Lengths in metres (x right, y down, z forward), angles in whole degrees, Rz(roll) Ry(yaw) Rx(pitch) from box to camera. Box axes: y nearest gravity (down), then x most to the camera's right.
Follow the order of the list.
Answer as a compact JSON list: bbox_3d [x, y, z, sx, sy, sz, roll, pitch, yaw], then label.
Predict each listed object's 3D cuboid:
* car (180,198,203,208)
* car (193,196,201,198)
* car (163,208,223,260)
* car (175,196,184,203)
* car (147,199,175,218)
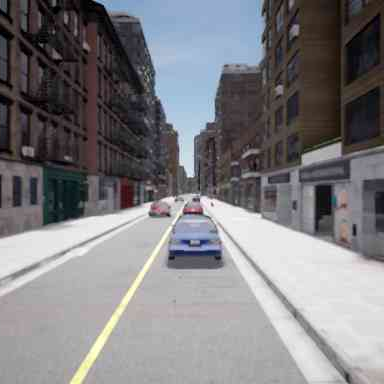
[{"bbox_3d":[0.103,1.614,32.865,1.994,1.385,4.181,0,0,0],"label":"car"},{"bbox_3d":[0.967,1.581,72.660,1.837,1.490,4.892,0,0,0],"label":"car"},{"bbox_3d":[0.097,1.569,12.566,2.033,1.411,5.357,0,0,0],"label":"car"},{"bbox_3d":[-2.740,1.587,72.248,1.994,1.385,4.181,0,0,0],"label":"car"},{"bbox_3d":[-2.846,1.573,30.692,1.812,1.442,4.674,0,0,0],"label":"car"}]
